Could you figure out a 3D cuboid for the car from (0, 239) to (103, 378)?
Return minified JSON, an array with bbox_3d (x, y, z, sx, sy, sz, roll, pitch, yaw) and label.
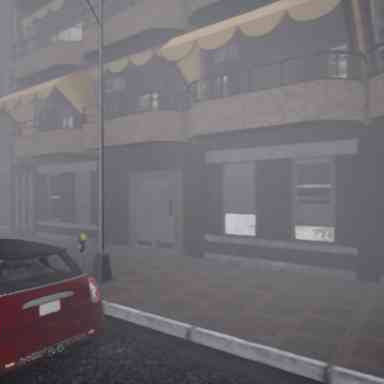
[{"bbox_3d":[-3.338,1.465,5.244,4.097,1.590,1.967,0,0,35],"label":"car"}]
